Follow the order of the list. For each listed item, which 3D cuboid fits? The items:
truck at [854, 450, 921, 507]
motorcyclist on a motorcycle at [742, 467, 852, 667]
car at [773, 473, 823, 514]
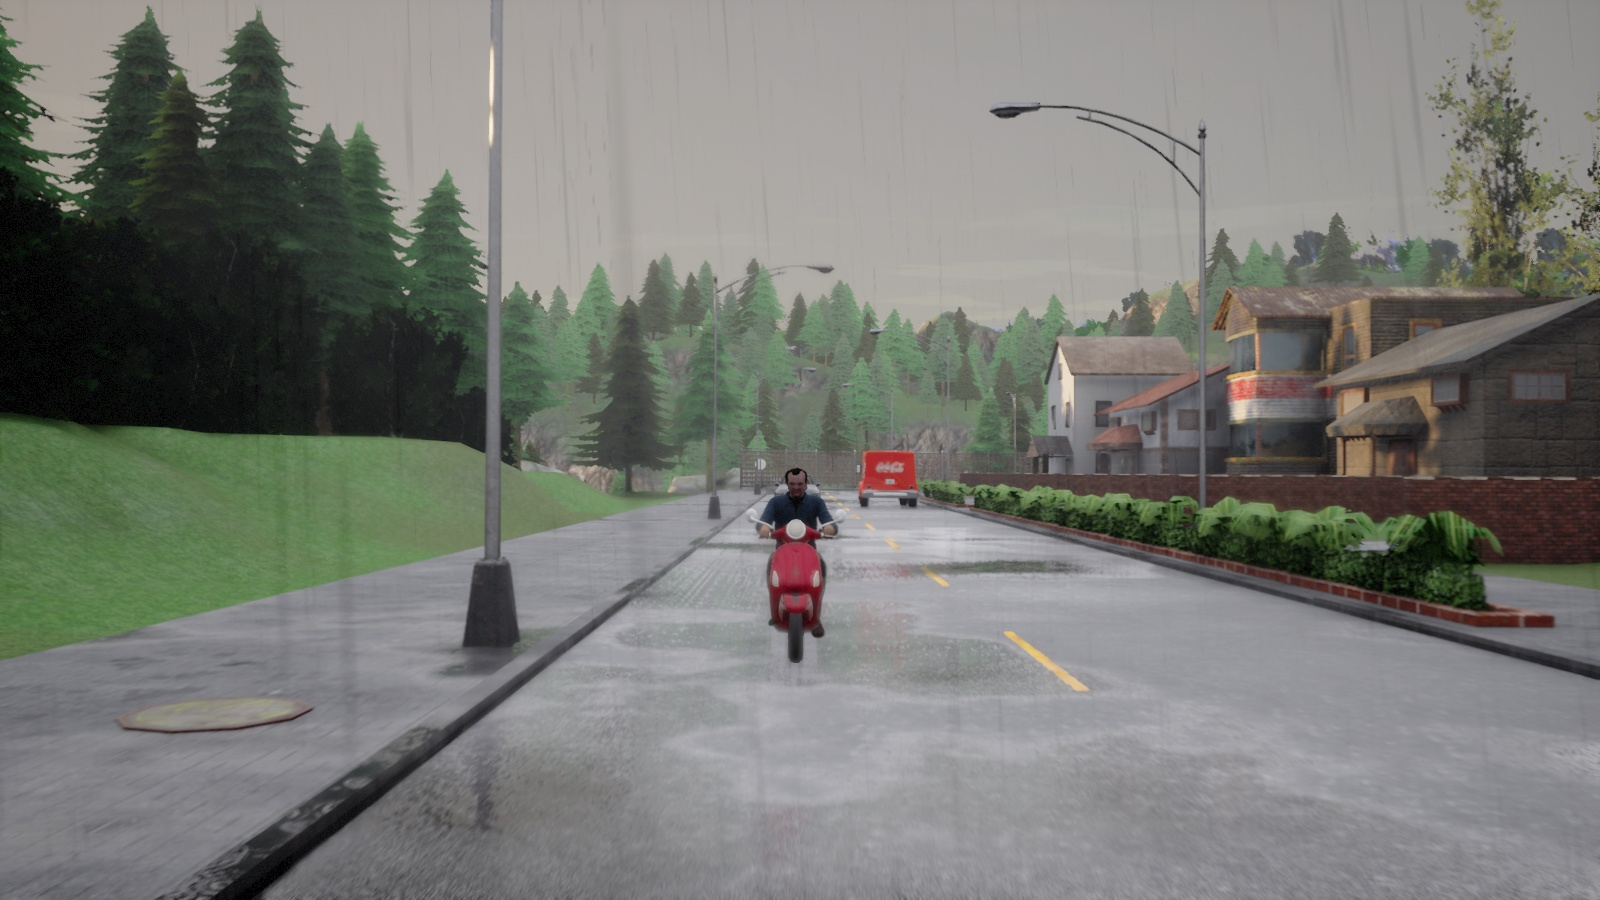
[{"bbox_3d":[3.899,1.264,56.872,2.627,2.467,5.204,0,-1,0],"label":"truck"},{"bbox_3d":[-0.026,0.951,10.927,0.866,1.590,1.817,0,-1,0],"label":"motorcyclist on a motorcycle"},{"bbox_3d":[-0.085,1.634,48.100,1.816,1.474,4.193,0,-1,0],"label":"car"}]
